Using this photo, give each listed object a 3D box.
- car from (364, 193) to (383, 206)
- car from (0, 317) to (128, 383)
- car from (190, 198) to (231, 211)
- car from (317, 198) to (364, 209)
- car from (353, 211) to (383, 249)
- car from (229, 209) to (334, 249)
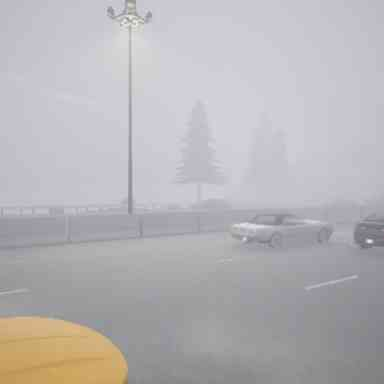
[{"bbox_3d":[25.436,1.164,44.059,5.566,2.045,2.150,0,0,-19],"label":"car"},{"bbox_3d":[-2.745,1.479,1.703,5.008,1.535,1.882,0,0,-36],"label":"car"},{"bbox_3d":[2.094,1.475,37.685,4.892,1.490,1.837,0,0,-27],"label":"car"},{"bbox_3d":[15.984,1.448,36.582,4.902,1.511,2.128,0,0,-23],"label":"car"},{"bbox_3d":[8.392,1.487,13.010,4.892,1.490,1.837,0,0,-30],"label":"car"},{"bbox_3d":[4.008,1.586,14.528,4.718,1.301,1.895,0,0,-31],"label":"car"}]
